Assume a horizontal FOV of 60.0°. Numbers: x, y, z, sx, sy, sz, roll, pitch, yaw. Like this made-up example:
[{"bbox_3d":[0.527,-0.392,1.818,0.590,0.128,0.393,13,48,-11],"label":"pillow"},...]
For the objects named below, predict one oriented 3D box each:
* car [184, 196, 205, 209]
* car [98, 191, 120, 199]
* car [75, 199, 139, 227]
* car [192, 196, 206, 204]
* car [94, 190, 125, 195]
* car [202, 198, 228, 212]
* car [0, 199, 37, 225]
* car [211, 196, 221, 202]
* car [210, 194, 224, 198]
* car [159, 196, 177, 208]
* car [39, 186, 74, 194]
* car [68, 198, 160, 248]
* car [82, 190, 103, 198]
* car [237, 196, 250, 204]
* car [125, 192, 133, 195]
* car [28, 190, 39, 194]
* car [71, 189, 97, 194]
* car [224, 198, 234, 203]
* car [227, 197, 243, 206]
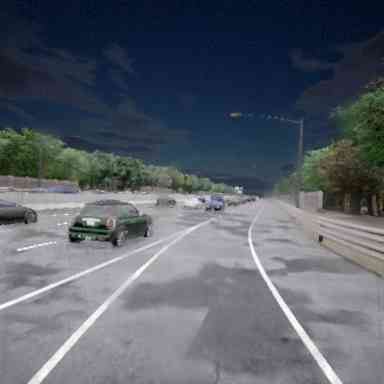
[{"bbox_3d":[0.188,1.545,45.082,1.812,1.442,4.674,3,0,13],"label":"car"},{"bbox_3d":[-16.472,0.584,66.123,2.033,1.411,5.357,3,0,13],"label":"car"},{"bbox_3d":[-5.275,1.238,21.424,1.837,1.490,4.892,3,0,13],"label":"car"},{"bbox_3d":[1.444,1.552,66.040,1.882,1.535,5.008,3,0,13],"label":"car"},{"bbox_3d":[-12.689,0.875,51.577,1.895,1.301,4.718,3,0,14],"label":"car"},{"bbox_3d":[2.984,1.784,41.681,1.895,1.301,4.718,3,0,13],"label":"car"},{"bbox_3d":[-9.898,1.035,16.946,1.994,1.385,4.181,3,0,13],"label":"car"},{"bbox_3d":[6.410,1.893,87.562,1.837,1.490,4.892,3,0,13],"label":"car"},{"bbox_3d":[4.873,1.492,65.292,2.150,2.045,5.566,3,0,13],"label":"car"},{"bbox_3d":[-3.417,1.319,44.998,1.837,1.490,4.892,3,0,13],"label":"car"},{"bbox_3d":[-20.063,0.072,50.675,2.150,2.045,5.566,3,0,14],"label":"car"},{"bbox_3d":[-3.291,1.204,14.451,2.097,1.767,4.553,3,0,13],"label":"car"},{"bbox_3d":[-19.886,0.347,66.869,1.837,1.490,4.892,3,0,13],"label":"car"},{"bbox_3d":[12.316,2.248,82.080,2.128,1.511,4.902,3,0,13],"label":"car"},{"bbox_3d":[-12.812,0.795,66.450,2.033,1.411,5.357,3,0,13],"label":"car"},{"bbox_3d":[-23.338,0.264,52.058,1.895,1.301,4.718,3,0,14],"label":"car"},{"bbox_3d":[-16.247,0.595,51.701,1.812,1.442,4.674,3,0,14],"label":"car"},{"bbox_3d":[9.362,2.153,84.836,1.895,1.301,4.718,3,0,13],"label":"car"},{"bbox_3d":[8.246,2.067,64.463,1.895,1.301,4.718,3,0,13],"label":"car"}]
